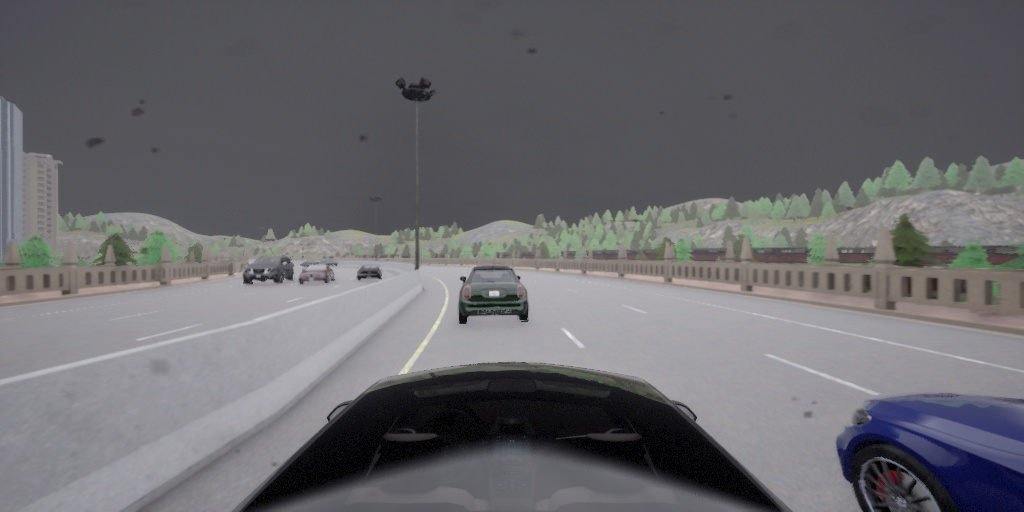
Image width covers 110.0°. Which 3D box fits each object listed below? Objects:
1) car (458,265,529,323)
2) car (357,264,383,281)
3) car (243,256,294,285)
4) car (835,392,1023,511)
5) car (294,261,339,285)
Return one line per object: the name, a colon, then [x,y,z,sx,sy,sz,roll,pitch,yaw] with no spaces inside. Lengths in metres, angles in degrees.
car: [-0.721,1.099,12.399,2.097,1.767,4.553,0,0,-6]
car: [-12.044,1.388,30.582,1.895,1.301,4.718,0,0,-19]
car: [-18.352,1.042,27.363,2.150,2.045,5.566,0,0,-18]
car: [3.450,1.261,0.835,1.812,1.442,4.674,0,0,1]
car: [-14.658,1.326,27.189,1.812,1.442,4.674,0,0,-18]
